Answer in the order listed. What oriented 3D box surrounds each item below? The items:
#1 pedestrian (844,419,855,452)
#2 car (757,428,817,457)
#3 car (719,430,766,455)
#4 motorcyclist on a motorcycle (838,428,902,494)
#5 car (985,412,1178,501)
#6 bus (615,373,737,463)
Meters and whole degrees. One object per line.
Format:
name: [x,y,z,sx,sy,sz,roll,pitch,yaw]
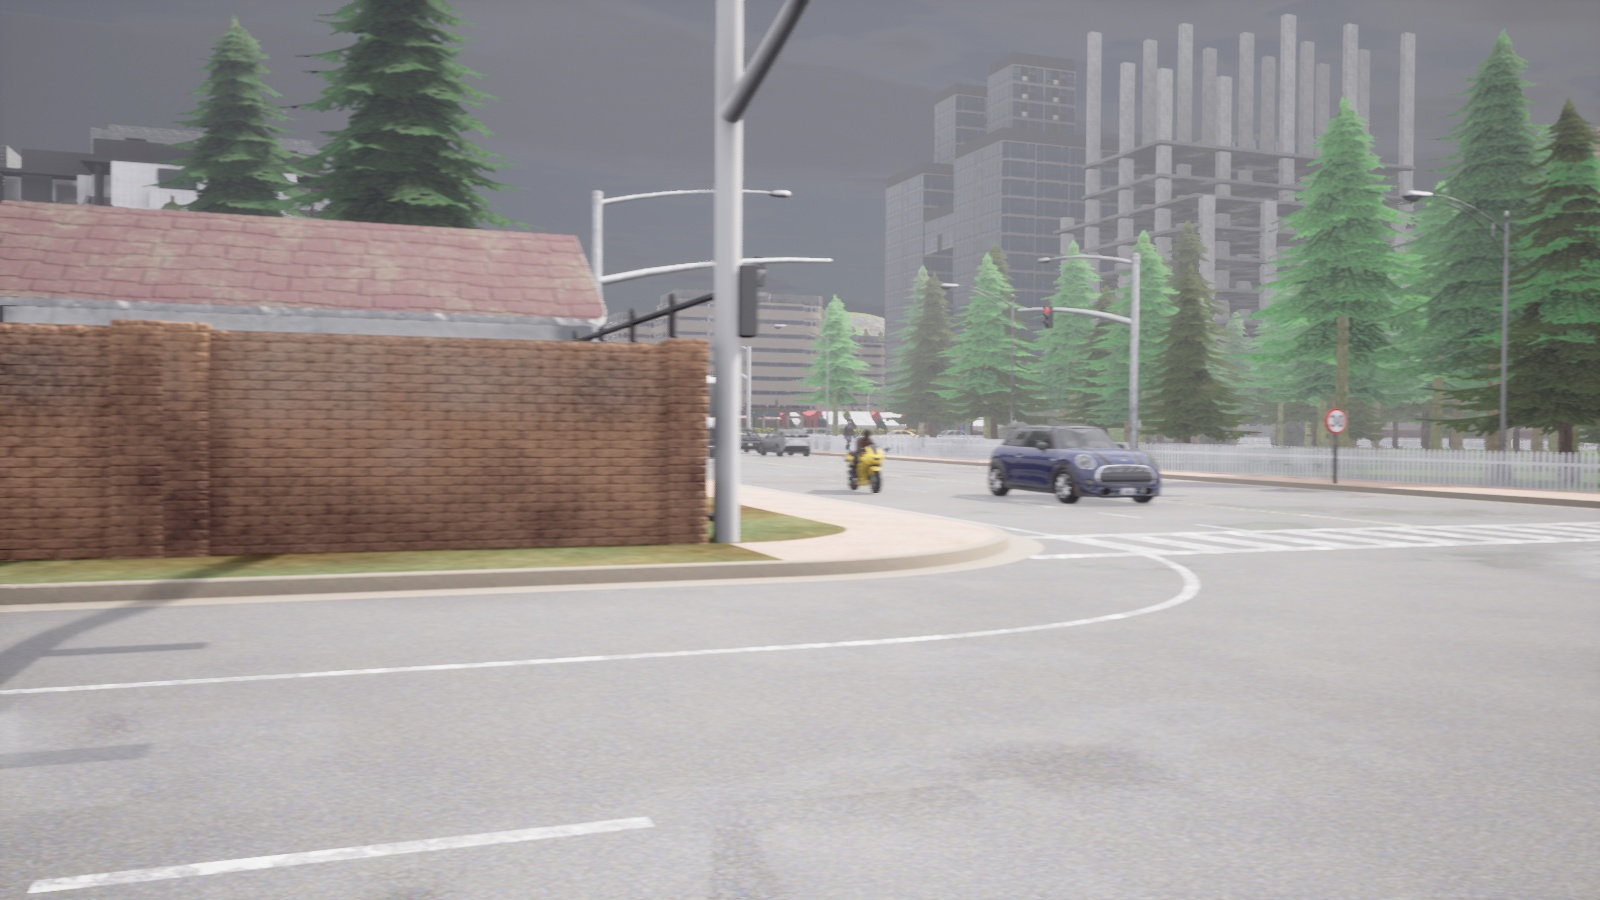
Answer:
pedestrian: [2.810,-0.811,71.413,0.376,1.854,0.720,-1,1,-19]
car: [-0.766,-0.440,69.358,2.007,1.525,4.514,-1,1,-19]
car: [-3.586,-0.476,77.542,1.816,1.474,4.193,-1,1,-19]
motorcyclist on a motorcycle: [1.660,0.239,30.110,0.797,1.523,2.044,-1,1,-19]
car: [6.116,0.094,27.917,2.097,1.767,4.553,-1,1,-19]
bus: [-6.589,-1.606,64.704,3.944,4.253,10.273,-1,1,-19]
